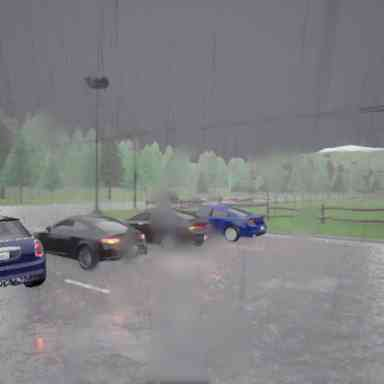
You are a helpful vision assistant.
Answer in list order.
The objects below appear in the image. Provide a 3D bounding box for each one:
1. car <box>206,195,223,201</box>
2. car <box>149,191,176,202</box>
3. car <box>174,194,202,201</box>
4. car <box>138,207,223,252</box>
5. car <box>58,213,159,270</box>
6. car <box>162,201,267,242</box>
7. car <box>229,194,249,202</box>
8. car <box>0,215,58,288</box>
[{"bbox_3d":[4.574,1.266,68.317,1.994,1.385,4.181,1,1,36],"label":"car"},{"bbox_3d":[-4.687,0.925,55.755,2.150,2.045,5.566,1,1,36],"label":"car"},{"bbox_3d":[-0.279,1.327,49.950,1.994,1.385,4.181,1,0,36],"label":"car"},{"bbox_3d":[-1.440,1.432,13.567,4.892,1.490,1.837,1,0,36],"label":"car"},{"bbox_3d":[-3.494,1.453,10.731,4.674,1.442,1.812,1,0,36],"label":"car"},{"bbox_3d":[1.081,1.410,16.060,5.008,1.535,1.882,1,0,36],"label":"car"},{"bbox_3d":[8.847,1.117,62.378,2.097,1.767,4.553,1,0,37],"label":"car"},{"bbox_3d":[-5.486,1.279,7.852,4.553,1.767,2.097,1,0,36],"label":"car"}]
